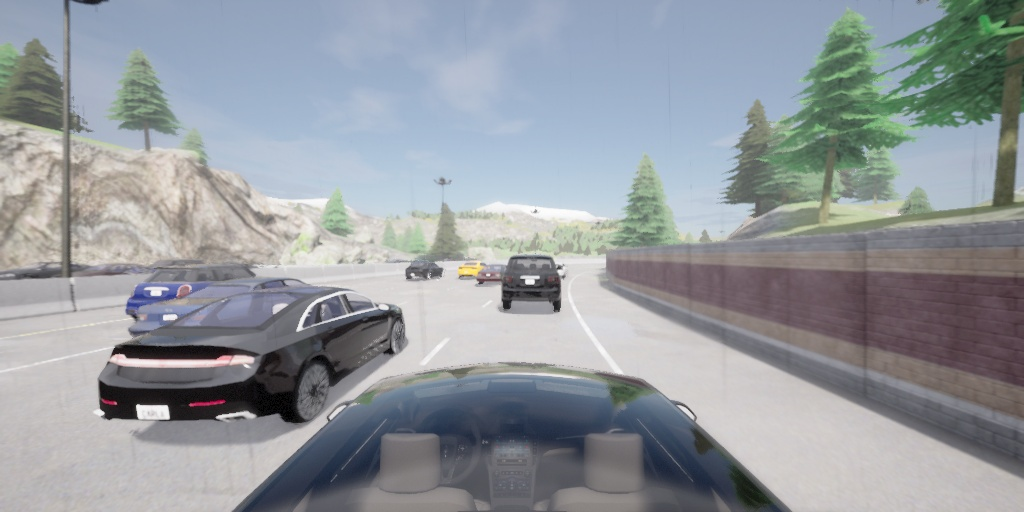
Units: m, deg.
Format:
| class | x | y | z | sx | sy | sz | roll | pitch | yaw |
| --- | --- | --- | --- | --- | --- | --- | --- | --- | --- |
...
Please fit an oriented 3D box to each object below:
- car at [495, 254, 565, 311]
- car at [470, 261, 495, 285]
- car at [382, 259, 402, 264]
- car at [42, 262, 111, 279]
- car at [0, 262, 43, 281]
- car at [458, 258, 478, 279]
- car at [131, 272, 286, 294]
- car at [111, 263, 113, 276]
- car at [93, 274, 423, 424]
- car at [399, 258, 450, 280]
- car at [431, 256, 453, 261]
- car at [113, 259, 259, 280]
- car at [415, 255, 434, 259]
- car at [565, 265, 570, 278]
| class | x | y | z | sx | sy | sz | roll | pitch | yaw |
| --- | --- | --- | --- | --- | --- | --- | --- | --- | --- |
| car | 0.887 | 0.959 | 14.723 | 2.150 | 2.045 | 5.566 | 0 | 0 | 6 |
| car | -1.063 | 1.267 | 25.629 | 2.033 | 1.411 | 5.357 | 0 | 0 | 11 |
| car | -19.883 | 1.169 | 61.263 | 2.033 | 1.411 | 5.357 | 0 | 0 | 22 |
| car | -26.369 | 1.192 | 23.806 | 2.033 | 1.411 | 5.357 | 0 | 0 | 8 |
| car | -29.943 | 1.127 | 23.176 | 2.128 | 1.511 | 4.902 | 0 | 0 | 8 |
| car | -3.234 | 1.183 | 32.121 | 1.882 | 1.535 | 5.008 | 0 | 0 | 13 |
| car | -6.586 | 1.269 | 9.577 | 2.033 | 1.411 | 5.357 | 0 | 0 | 4 |
| car | -22.780 | 1.008 | 23.850 | 2.097 | 1.767 | 4.553 | 0 | 0 | 9 |
| car | -3.236 | 1.227 | 5.737 | 2.128 | 1.511 | 4.902 | 0 | 0 | 2 |
| car | -7.225 | 1.200 | 30.200 | 1.837 | 1.490 | 4.892 | 0 | 0 | 12 |
| car | -11.682 | 1.170 | 62.723 | 1.812 | 1.442 | 4.674 | 0 | 0 | 23 |
| car | -9.851 | 1.060 | 12.199 | 2.097 | 1.767 | 4.553 | 0 | 0 | 4 |
| car | -15.507 | 0.854 | 62.736 | 2.150 | 2.045 | 5.566 | 0 | 0 | 23 |
| car | 3.998 | 1.253 | 32.256 | 1.812 | 1.442 | 4.674 | 0 | 0 | 14 |
